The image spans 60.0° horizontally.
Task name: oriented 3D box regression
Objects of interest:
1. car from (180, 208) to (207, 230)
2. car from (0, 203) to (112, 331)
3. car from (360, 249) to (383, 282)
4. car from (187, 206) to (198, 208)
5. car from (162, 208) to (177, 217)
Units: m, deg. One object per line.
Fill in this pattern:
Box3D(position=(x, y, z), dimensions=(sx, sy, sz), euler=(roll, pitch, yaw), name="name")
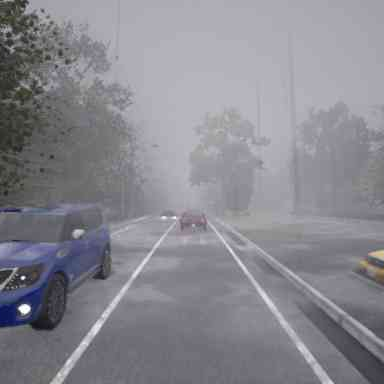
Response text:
Box3D(position=(0.101, 2.066, 24.936), dimensions=(1.895, 1.301, 4.718), euler=(0, -2, 0), name="car")
Box3D(position=(-3.350, 1.306, 7.390), dimensions=(2.150, 2.045, 5.566), euler=(0, -1, 0), name="car")
Box3D(position=(6.900, 1.546, 7.840), dimensions=(5.366, 1.575, 1.946), euler=(0, -1, 0), name="car")
Box3D(position=(0.100, 2.543, 41.479), dimensions=(2.128, 1.511, 4.902), euler=(0, -2, 0), name="car")
Box3D(position=(-3.329, 2.983, 49.478), dimensions=(1.895, 1.301, 4.718), euler=(0, -2, 0), name="car")
